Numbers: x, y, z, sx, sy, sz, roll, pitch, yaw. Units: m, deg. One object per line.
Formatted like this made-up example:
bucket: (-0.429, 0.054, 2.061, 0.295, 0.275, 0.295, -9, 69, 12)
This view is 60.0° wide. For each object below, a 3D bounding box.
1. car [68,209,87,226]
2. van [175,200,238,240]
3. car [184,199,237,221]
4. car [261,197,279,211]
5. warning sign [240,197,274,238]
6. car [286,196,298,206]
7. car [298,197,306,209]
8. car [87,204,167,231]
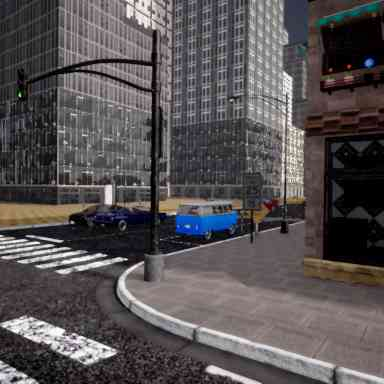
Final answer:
car: (-5.954, 1.467, 21.880, 1.947, 1.339, 4.313, 1, 1, 36)
van: (0.870, 1.368, 17.009, 1.690, 1.788, 3.998, 1, 1, 36)
car: (1.646, 1.414, 28.070, 2.128, 1.511, 4.902, 1, 1, 35)
car: (7.506, 1.506, 36.272, 1.895, 1.301, 4.718, 1, 1, 36)
warning sign: (3.150, 1.177, 16.112, 1.300, 1.860, 1.060, 1, 1, 36)
car: (16.442, 1.364, 53.266, 1.752, 1.417, 4.829, 1, 1, 36)
car: (15.609, 1.416, 42.228, 1.882, 1.535, 5.008, 1, 1, 36)
car: (-3.744, 1.541, 20.520, 1.895, 1.301, 4.718, 1, 1, 36)
